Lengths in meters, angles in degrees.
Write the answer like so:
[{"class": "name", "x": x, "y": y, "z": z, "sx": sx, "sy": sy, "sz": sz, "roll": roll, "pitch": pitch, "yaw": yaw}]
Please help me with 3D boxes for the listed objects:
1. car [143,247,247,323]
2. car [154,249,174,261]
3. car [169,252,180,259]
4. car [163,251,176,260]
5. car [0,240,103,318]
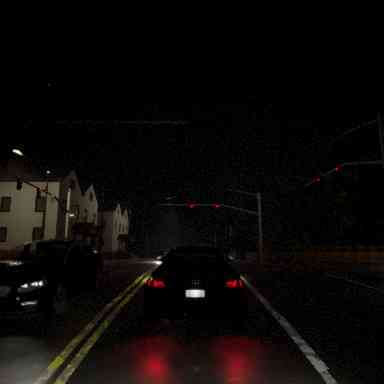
[{"class": "car", "x": 0.067, "y": 1.982, "z": 7.852, "sx": 1.994, "sy": 1.385, "sz": 4.181, "roll": 0, "pitch": -7, "yaw": 0}, {"class": "car", "x": -3.626, "y": 8.293, "z": 43.563, "sx": 2.128, "sy": 1.511, "sz": 4.902, "roll": 0, "pitch": -11, "yaw": 0}, {"class": "car", "x": -3.542, "y": 13.169, "z": 68.482, "sx": 1.994, "sy": 1.385, "sz": 4.181, "roll": 0, "pitch": -11, "yaw": 0}, {"class": "car", "x": -3.623, "y": 10.388, "z": 54.353, "sx": 1.837, "sy": 1.490, "sz": 4.892, "roll": 0, "pitch": -11, "yaw": 0}, {"class": "car", "x": -3.604, "y": 1.961, "z": 8.319, "sx": 2.128, "sy": 1.511, "sz": 4.902, "roll": 0, "pitch": -6, "yaw": 0}]
